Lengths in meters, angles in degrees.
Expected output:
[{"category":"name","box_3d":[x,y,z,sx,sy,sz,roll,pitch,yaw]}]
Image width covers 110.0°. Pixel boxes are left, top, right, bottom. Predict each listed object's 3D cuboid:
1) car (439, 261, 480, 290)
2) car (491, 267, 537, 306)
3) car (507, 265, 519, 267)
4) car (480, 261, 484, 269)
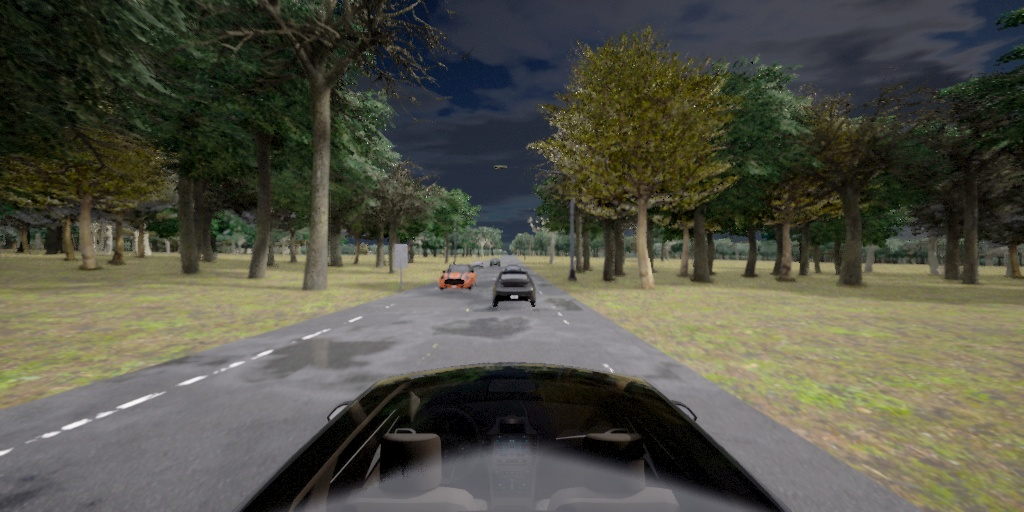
[{"category":"car","box_3d":[-3.610,1.344,24.555,2.097,1.767,4.553,0,0,0]},{"category":"car","box_3d":[0.096,1.432,16.943,1.837,1.490,4.892,0,0,0]},{"category":"car","box_3d":[0.101,1.605,35.590,2.033,1.411,5.357,0,0,0]},{"category":"car","box_3d":[-6.121,1.624,64.840,1.812,1.442,4.674,0,0,-6]}]
